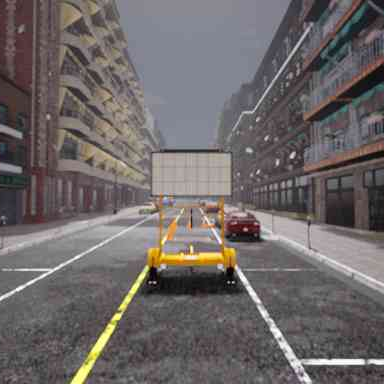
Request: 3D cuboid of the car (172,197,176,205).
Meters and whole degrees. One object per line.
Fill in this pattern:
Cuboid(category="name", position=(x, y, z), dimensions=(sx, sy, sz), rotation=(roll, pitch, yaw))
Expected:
Cuboid(category="car", position=(-5.312, 2.044, 73.532), dimensions=(2.192, 1.841, 5.009), rotation=(1, -1, 0))

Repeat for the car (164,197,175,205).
Cuboid(category="car", position=(-5.314, 2.109, 79.061), dimensions=(2.192, 1.841, 5.009), rotation=(1, -1, 0))

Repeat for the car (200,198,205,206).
Cuboid(category="car", position=(2.571, 1.972, 45.819), dimensions=(2.008, 1.369, 4.403), rotation=(1, -1, 0))

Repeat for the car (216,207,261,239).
Cuboid(category="car", position=(2.580, 1.699, 18.166), dimensions=(1.887, 1.381, 4.507), rotation=(1, -1, 0))

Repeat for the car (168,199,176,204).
Cuboid(category="car", position=(-5.324, 2.495, 90.120), dimensions=(1.947, 1.339, 4.313), rotation=(1, -1, 0))

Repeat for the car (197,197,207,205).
Cuboid(category="car", position=(2.530, 2.174, 84.535), dimensions=(2.192, 1.841, 5.009), rotation=(1, -1, 0))

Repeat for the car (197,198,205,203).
Cuboid(category="car", position=(2.523, 2.439, 95.596), dimensions=(1.967, 1.590, 4.097), rotation=(1, -1, 0))

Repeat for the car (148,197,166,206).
Cuboid(category="car", position=(-5.303, 1.738, 45.882), dimensions=(2.192, 1.841, 5.009), rotation=(2, -1, 0))

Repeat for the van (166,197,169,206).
Cuboid(category="van", position=(-5.307, 1.880, 56.940), dimensions=(1.690, 1.788, 3.998), rotation=(2, -1, 0))

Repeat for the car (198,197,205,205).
Cuboid(category="car", position=(2.566, 2.144, 62.410), dimensions=(1.887, 1.381, 4.507), rotation=(1, -1, 0))

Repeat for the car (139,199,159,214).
Cuboid(category="car", position=(-5.307, 1.891, 40.179), dimensions=(1.752, 1.417, 4.829), rotation=(2, -1, 0))

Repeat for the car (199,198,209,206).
Cuboid(category="car", position=(2.573, 2.167, 73.472), dimensions=(1.967, 1.590, 4.097), rotation=(1, -1, 0))

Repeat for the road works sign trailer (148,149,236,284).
Cuboid(category="road works sign trailer", position=(-0.013, 0.546, 9.846), dimensions=(2.380, 3.560, 2.880), rotation=(0, 0, 0))

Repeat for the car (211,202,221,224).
Cuboid(category="car", position=(2.578, 1.731, 23.868), dimensions=(1.752, 1.417, 4.829), rotation=(1, -1, 0))

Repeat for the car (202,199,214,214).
Cuboid(category="car", position=(2.573, 1.911, 40.288), dimensions=(1.887, 1.381, 4.507), rotation=(1, -1, 0))

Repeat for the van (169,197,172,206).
Cuboid(category="van", position=(-5.310, 1.942, 62.472), dimensions=(1.690, 1.788, 3.998), rotation=(1, -1, 0))
